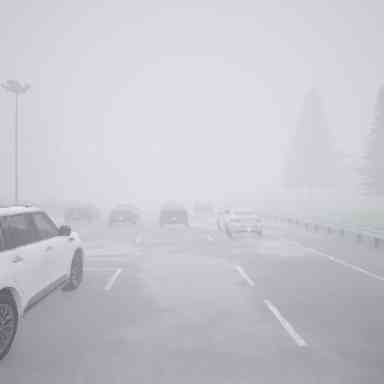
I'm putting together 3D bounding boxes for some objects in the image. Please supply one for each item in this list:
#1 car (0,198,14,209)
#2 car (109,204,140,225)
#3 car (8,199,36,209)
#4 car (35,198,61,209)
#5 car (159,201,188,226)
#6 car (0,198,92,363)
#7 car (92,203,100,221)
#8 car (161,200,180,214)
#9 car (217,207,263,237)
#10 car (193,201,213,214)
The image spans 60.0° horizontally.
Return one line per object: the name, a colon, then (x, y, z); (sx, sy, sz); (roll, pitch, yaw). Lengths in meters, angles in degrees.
car: (-27.912, 1.626, 48.168); (1.837, 1.490, 4.892); (0, -1, -4)
car: (-4.887, 1.583, 24.281); (1.812, 1.442, 4.674); (0, 0, -4)
car: (-24.384, 1.681, 47.859); (1.994, 1.385, 4.181); (0, 0, -4)
car: (-20.922, 1.625, 48.535); (1.837, 1.490, 4.892); (0, -1, -4)
car: (-1.328, 1.533, 23.717); (1.882, 1.535, 5.008); (0, 0, -4)
car: (-3.626, 1.237, 5.880); (2.150, 2.045, 5.566); (0, 0, -3)
car: (-8.542, 1.540, 26.251); (1.882, 1.535, 5.008); (0, 0, -4)
car: (-2.422, 1.651, 37.820); (1.994, 1.385, 4.181); (0, 0, -4)
car: (2.581, 1.568, 18.407); (1.812, 1.442, 4.674); (0, 0, -4)
car: (1.152, 1.687, 37.063); (1.895, 1.301, 4.718); (0, 0, -4)
